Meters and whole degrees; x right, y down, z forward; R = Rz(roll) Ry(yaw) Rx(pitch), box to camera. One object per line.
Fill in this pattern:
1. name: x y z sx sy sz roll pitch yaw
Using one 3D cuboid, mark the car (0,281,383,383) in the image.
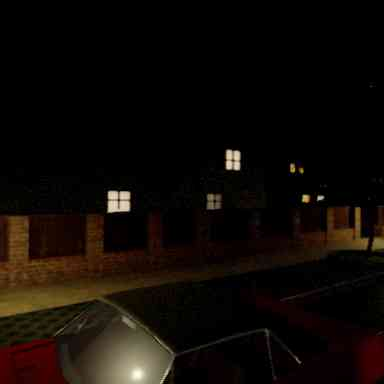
1. car: -0.406 1.614 2.781 4.718 1.301 1.895 1 0 -36
